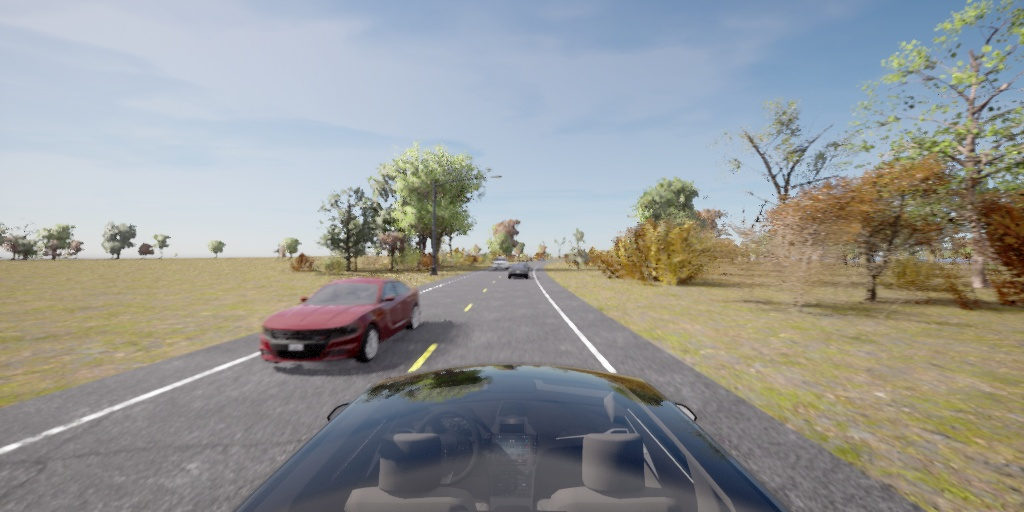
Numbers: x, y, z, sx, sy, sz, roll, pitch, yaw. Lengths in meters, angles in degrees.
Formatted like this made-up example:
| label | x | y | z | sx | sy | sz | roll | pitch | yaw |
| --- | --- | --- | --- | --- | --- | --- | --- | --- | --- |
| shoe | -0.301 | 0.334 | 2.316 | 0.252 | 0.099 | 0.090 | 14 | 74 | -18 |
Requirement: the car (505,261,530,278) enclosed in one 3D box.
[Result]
| label | x | y | z | sx | sy | sz | roll | pitch | yaw |
| --- | --- | --- | --- | --- | --- | --- | --- | --- | --- |
| car | 0.648 | 1.420 | 35.248 | 1.994 | 1.385 | 4.181 | 0 | 0 | 2 |

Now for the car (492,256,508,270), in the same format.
| label | x | y | z | sx | sy | sz | roll | pitch | yaw |
| --- | --- | --- | --- | --- | --- | --- | --- | --- | --- |
| car | -1.802 | 1.121 | 56.422 | 2.150 | 2.045 | 5.566 | 0 | 1 | 5 |

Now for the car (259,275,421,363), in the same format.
| label | x | y | z | sx | sy | sz | roll | pitch | yaw |
| --- | --- | --- | --- | --- | --- | --- | --- | --- | --- |
| car | -3.585 | 1.254 | 8.459 | 1.882 | 1.535 | 5.008 | 0 | 0 | 0 |
